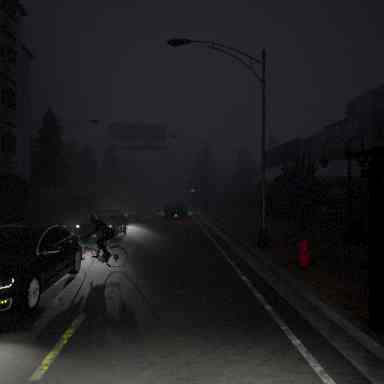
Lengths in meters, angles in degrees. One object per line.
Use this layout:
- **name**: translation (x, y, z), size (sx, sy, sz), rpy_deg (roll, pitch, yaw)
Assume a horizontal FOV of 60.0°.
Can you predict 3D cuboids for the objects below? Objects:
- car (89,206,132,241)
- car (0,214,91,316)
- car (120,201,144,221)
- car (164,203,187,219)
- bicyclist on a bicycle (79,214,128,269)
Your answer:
- **car**: translation (-4.450, 1.601, 16.893), size (1.895, 1.301, 4.718), rpy_deg (0, 0, -3)
- **car**: translation (-3.943, 1.505, 7.647), size (1.837, 1.490, 4.892), rpy_deg (0, 0, -3)
- **car**: translation (-4.962, 1.491, 26.739), size (2.128, 1.511, 4.902), rpy_deg (0, 0, -3)
- **car**: translation (-1.432, 1.601, 29.216), size (1.895, 1.301, 4.718), rpy_deg (0, 0, -3)
- **bicyclist on a bicycle**: translation (-2.717, 1.453, 9.698), size (1.656, 1.620, 0.582), rpy_deg (-2, 0, -3)
